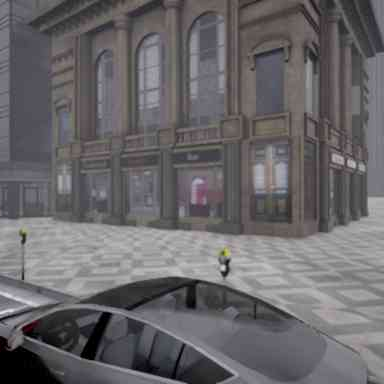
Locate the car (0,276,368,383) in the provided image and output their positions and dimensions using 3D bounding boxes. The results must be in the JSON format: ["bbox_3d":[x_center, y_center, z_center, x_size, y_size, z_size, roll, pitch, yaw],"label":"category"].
[{"bbox_3d":[-0.582,1.583,3.376,4.313,1.339,1.947,-1,0,36],"label":"car"}]
